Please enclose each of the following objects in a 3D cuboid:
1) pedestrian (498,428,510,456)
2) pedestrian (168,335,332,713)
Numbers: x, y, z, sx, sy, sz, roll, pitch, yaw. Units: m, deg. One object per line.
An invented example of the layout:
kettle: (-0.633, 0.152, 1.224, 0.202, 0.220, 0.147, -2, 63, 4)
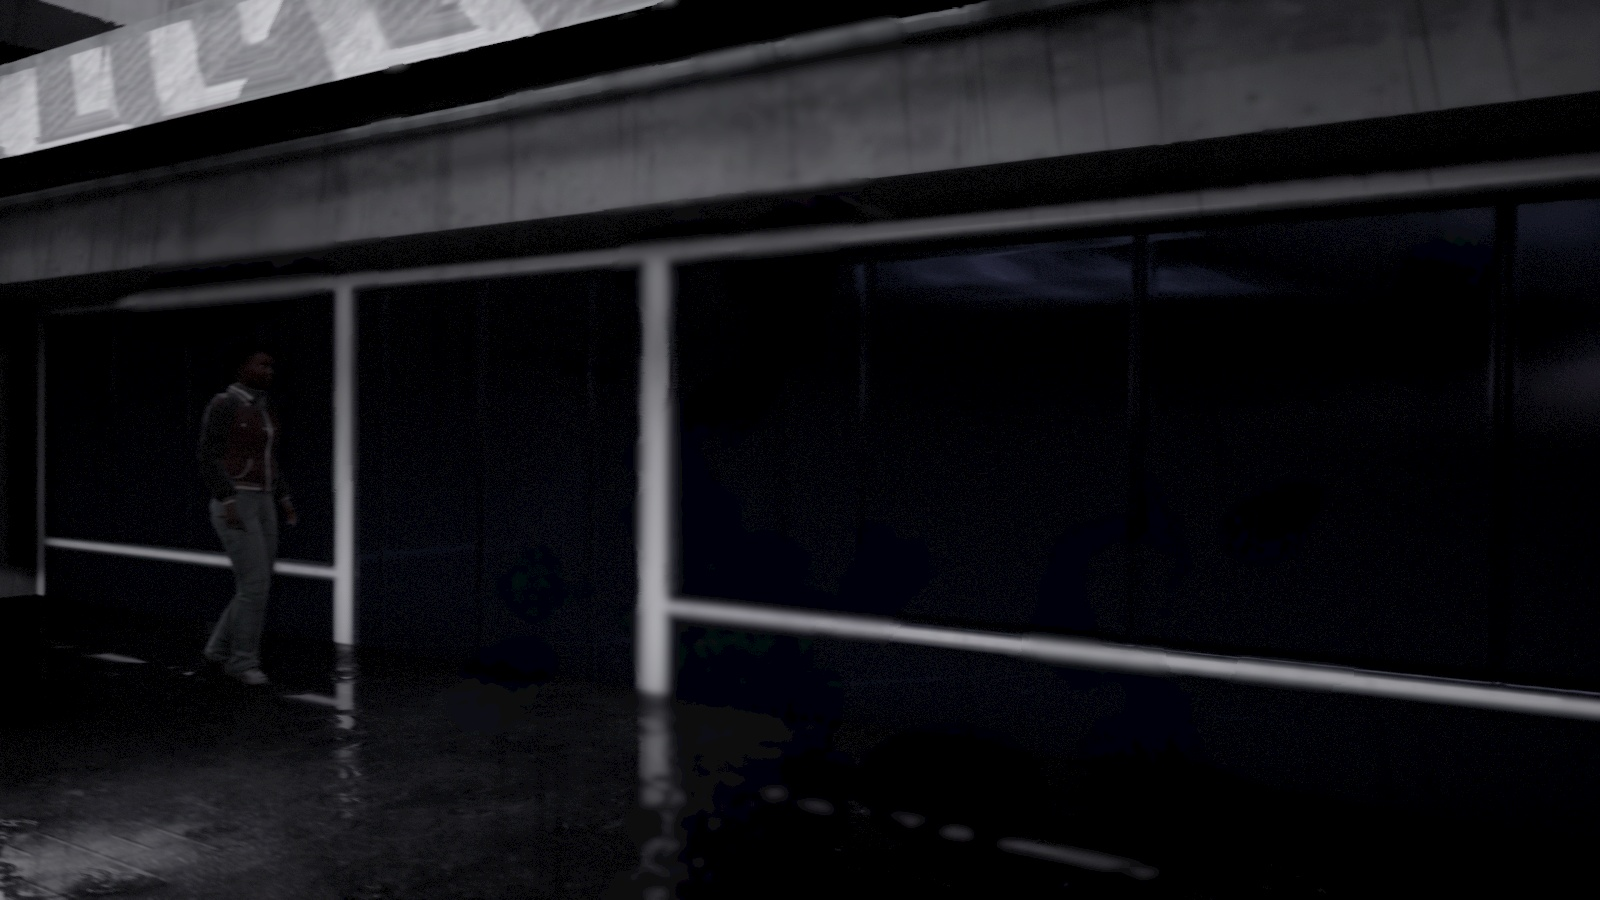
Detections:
pedestrian: (-20.215, -0.549, 85.697, 0.354, 1.836, 0.706, 0, 1, 31)
pedestrian: (-2.917, 0.376, 6.679, 0.666, 1.930, 0.402, 0, 1, 14)
